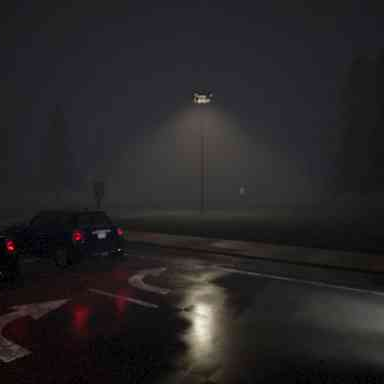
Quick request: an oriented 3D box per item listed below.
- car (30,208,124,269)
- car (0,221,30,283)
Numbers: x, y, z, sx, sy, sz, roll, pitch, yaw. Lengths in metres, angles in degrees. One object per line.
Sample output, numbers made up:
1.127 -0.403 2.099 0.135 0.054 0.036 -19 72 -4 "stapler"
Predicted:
-4.472 1.338 11.312 4.553 1.767 2.097 0 0 35 "car"
-6.403 1.339 8.367 4.553 1.767 2.097 0 0 35 "car"
